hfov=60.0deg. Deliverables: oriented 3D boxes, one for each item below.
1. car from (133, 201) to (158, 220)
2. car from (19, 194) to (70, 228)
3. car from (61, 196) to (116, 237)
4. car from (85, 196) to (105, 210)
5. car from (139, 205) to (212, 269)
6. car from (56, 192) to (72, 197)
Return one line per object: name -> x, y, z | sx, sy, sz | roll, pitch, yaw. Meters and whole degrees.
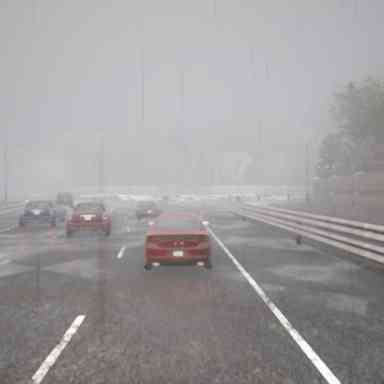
car -> -3.654, 1.428, 26.834 | 1.994, 1.385, 4.181 | 0, 0, -14
car -> -9.625, 1.263, 21.799 | 2.097, 1.767, 4.553 | 0, 0, -12
car -> -5.282, 1.269, 17.888 | 2.097, 1.767, 4.553 | 0, 0, -9
car -> -11.807, 1.321, 40.433 | 1.837, 1.490, 4.892 | 0, 0, -22
car -> -0.442, 1.418, 11.014 | 1.882, 1.535, 5.008 | 0, 0, -2
car -> -15.943, 1.046, 41.254 | 2.150, 2.045, 5.566 | 0, 0, -24
